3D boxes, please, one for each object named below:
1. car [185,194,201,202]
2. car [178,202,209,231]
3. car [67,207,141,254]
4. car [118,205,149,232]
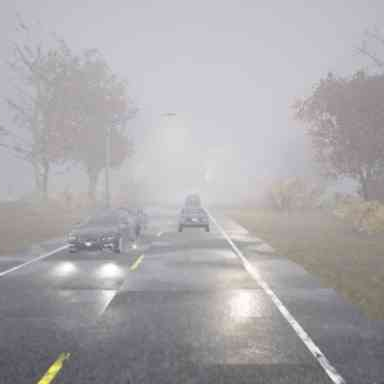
[{"bbox_3d":[0.106,1.281,48.474,2.150,2.045,5.566,0,0,0],"label":"car"},{"bbox_3d":[0.103,1.583,20.741,2.033,1.411,5.357,0,0,0],"label":"car"},{"bbox_3d":[-3.496,1.543,13.665,1.837,1.490,4.892,0,-1,0],"label":"car"},{"bbox_3d":[-3.599,1.523,18.915,2.128,1.511,4.902,0,0,0],"label":"car"}]
